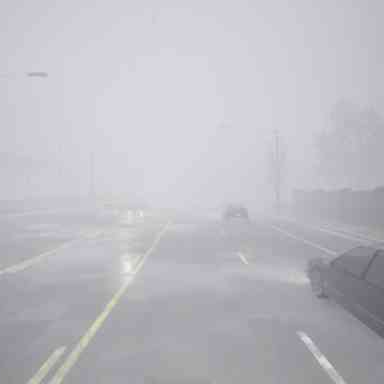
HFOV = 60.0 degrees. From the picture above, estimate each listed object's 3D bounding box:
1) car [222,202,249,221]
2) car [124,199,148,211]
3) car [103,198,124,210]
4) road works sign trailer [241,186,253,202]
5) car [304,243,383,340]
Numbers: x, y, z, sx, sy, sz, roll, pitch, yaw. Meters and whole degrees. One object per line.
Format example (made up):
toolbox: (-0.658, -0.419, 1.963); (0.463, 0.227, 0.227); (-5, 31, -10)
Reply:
car: (3.592, 1.573, 27.823); (1.812, 1.442, 4.674); (0, 0, 0)
car: (-6.898, 1.580, 42.752); (1.812, 1.442, 4.674); (0, 0, 3)
car: (-10.321, 1.537, 44.203); (1.882, 1.535, 5.008); (0, 0, 3)
road works sign trailer: (12.839, 0.387, 75.967); (2.880, 3.560, 2.380); (-1, 0, -43)
car: (3.562, 1.572, 5.491); (2.033, 1.411, 5.357); (0, 0, 0)
